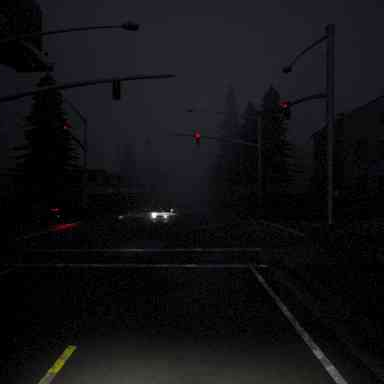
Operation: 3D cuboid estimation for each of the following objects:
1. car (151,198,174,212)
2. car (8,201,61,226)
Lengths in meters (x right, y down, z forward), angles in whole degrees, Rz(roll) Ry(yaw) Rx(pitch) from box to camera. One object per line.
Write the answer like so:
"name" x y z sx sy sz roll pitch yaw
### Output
"car" -3.477 1.564 38.045 1.994 1.385 4.181 0 0 0
"car" -11.070 1.317 21.461 4.902 1.511 2.128 1 0 -1
